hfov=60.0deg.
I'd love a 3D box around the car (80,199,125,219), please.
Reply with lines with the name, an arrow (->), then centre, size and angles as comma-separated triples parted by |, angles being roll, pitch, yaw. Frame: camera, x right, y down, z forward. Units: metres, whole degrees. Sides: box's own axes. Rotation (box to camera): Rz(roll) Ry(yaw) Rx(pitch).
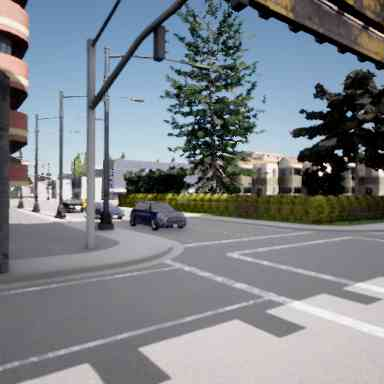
car -> -7.734, 1.606, 29.239 | 2.033, 1.411, 5.357 | 0, 0, -35

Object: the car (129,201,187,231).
car -> -2.261, 1.410, 21.459 | 2.097, 1.767, 4.553 | 0, 0, -35

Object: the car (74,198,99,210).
car -> -14.354, 1.556, 45.108 | 1.882, 1.535, 5.008 | 0, 0, -34

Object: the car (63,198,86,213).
car -> -13.588, 1.550, 37.593 | 2.128, 1.511, 4.902 | 0, 0, -35
